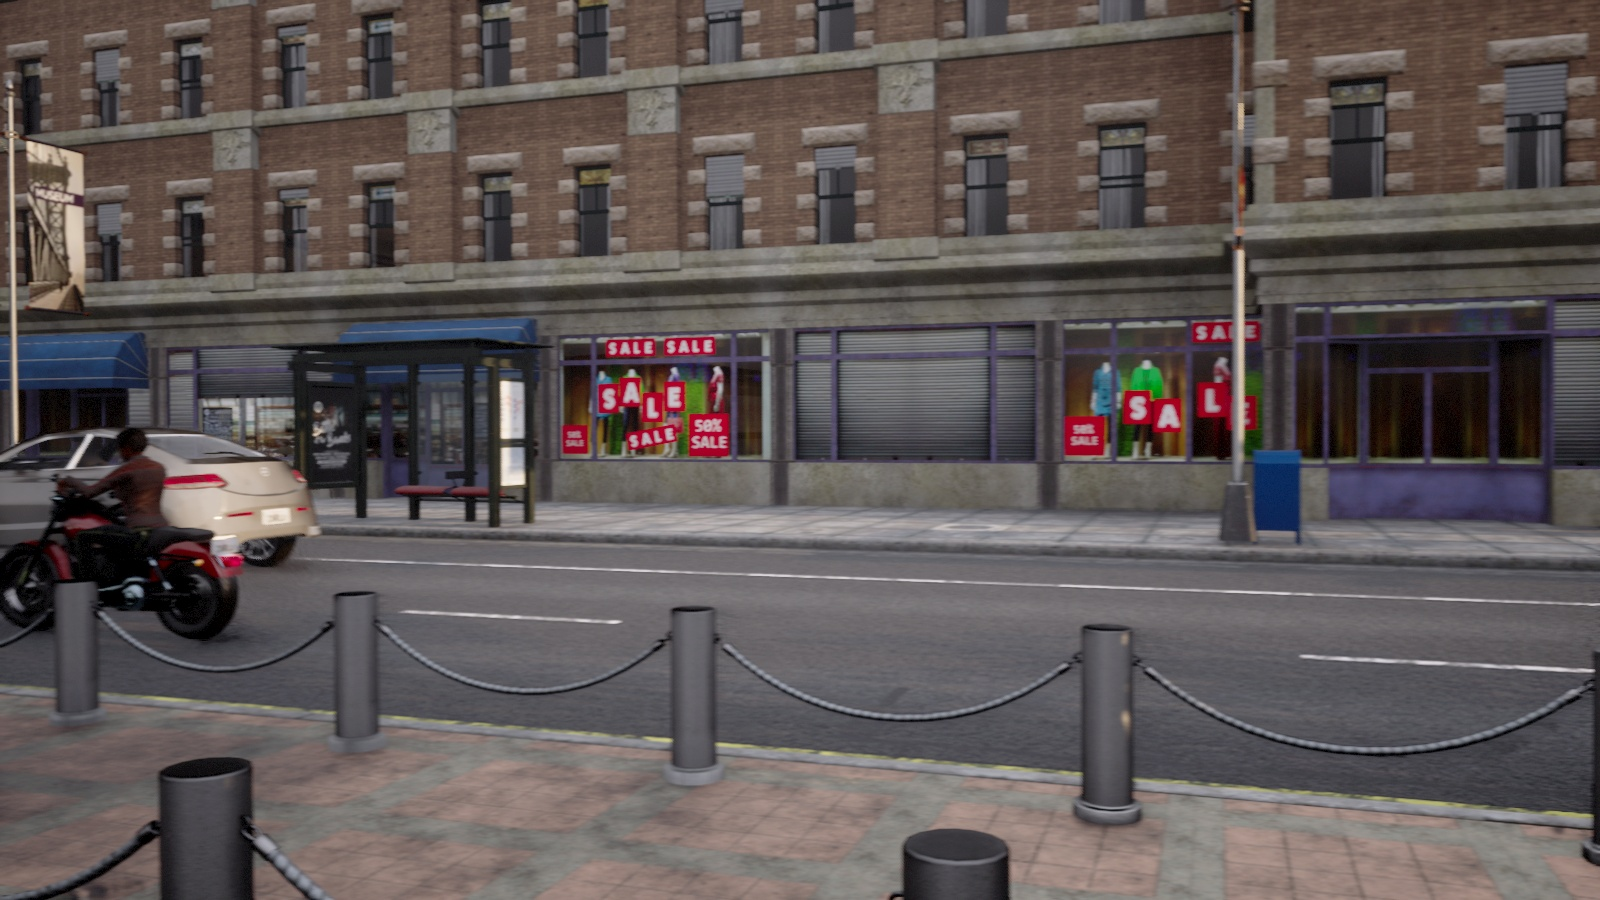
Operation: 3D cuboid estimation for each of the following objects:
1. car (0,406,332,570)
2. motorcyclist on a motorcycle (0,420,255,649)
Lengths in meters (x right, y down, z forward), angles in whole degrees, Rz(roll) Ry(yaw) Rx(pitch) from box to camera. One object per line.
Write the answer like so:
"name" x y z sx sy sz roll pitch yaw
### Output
"car" -8.169 0.344 14.380 5.027 1.651 2.152 1 1 19
"motorcyclist on a motorcycle" -5.483 0.599 9.785 2.350 1.649 0.766 0 1 19
